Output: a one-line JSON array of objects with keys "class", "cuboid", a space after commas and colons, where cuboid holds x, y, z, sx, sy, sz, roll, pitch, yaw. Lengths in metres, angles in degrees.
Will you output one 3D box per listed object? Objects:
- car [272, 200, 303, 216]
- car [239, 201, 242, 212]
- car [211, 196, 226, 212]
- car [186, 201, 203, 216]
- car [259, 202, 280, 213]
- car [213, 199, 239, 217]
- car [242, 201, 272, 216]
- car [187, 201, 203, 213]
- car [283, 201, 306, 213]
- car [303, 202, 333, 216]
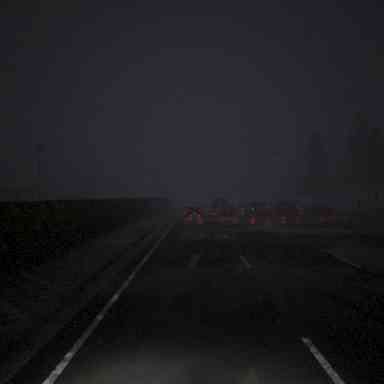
[{"class": "car", "cuboid": [10.815, 1.808, 38.626, 2.097, 1.767, 4.553, 0, -1, 0]}, {"class": "car", "cuboid": [7.386, 2.044, 47.053, 2.128, 1.511, 4.902, 0, -1, 0]}, {"class": "car", "cuboid": [3.886, 1.773, 47.115, 2.150, 2.045, 5.566, 0, -1, 0]}, {"class": "car", "cuboid": [0.309, 2.044, 37.971, 1.895, 1.301, 4.718, 0, -1, 0]}, {"class": "car", "cuboid": [10.886, 2.117, 47.023, 1.994, 1.385, 4.181, 0, -1, 0]}, {"class": "car", "cuboid": [3.806, 1.917, 37.497, 1.882, 1.535, 5.008, 0, -1, 0]}, {"class": "car", "cuboid": [7.309, 1.797, 37.855, 2.097, 1.767, 4.553, 0, -1, 0]}, {"class": "car", "cuboid": [0.386, 2.041, 47.112, 2.128, 1.511, 4.902, 0, -1, 0]}, {"class": "car", "cuboid": [14.385, 2.059, 46.994, 1.837, 1.490, 4.892, 0, -1, 0]}, {"class": "car", "cuboid": [14.309, 1.925, 37.825, 1.882, 1.535, 5.008, 0, -1, 0]}]
